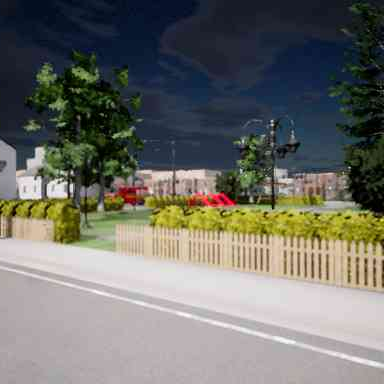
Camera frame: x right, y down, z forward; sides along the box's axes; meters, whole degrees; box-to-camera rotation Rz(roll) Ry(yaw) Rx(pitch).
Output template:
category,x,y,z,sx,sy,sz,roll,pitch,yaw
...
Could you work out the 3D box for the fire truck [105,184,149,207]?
category,x,y,z,sx,sy,sz,roll,pitch,yaw
fire truck,-11.372,0.563,58.403,2.891,3.827,8.468,0,0,35
